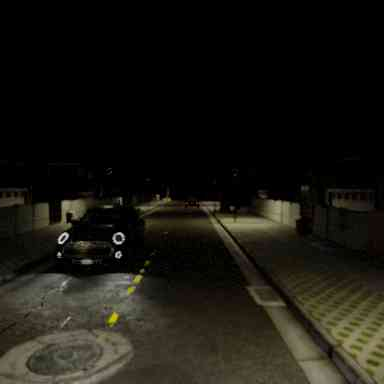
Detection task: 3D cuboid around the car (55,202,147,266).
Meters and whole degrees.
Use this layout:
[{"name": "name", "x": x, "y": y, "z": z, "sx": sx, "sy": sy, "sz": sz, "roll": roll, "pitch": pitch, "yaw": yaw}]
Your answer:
[{"name": "car", "x": -2.839, "y": 1.285, "z": 11.234, "sx": 2.097, "sy": 1.767, "sz": 4.553, "roll": 0, "pitch": 0, "yaw": 0}]

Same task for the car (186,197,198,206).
[{"name": "car", "x": 0.025, "y": 1.445, "z": 52.892, "sx": 1.895, "sy": 1.301, "sz": 4.718, "roll": 0, "pitch": 0, "yaw": 0}]

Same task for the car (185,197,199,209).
[{"name": "car", "x": 0.021, "y": 1.387, "z": 42.442, "sx": 2.033, "sy": 1.411, "sz": 5.357, "roll": 0, "pitch": 0, "yaw": 0}]
